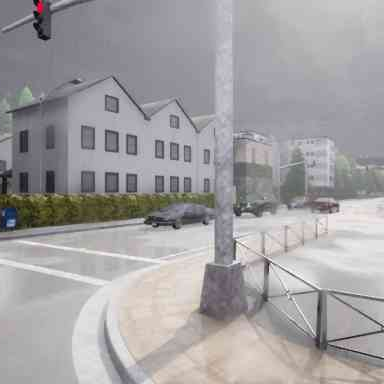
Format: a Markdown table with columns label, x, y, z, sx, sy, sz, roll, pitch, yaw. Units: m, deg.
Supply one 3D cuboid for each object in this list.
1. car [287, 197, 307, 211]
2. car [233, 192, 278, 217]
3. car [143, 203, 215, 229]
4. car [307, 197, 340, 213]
| label | x | y | z | sx | sy | sz | roll | pitch | yaw |
| --- | --- | --- | --- | --- | --- | --- | --- | --- | --- |
| car | 12.568 | 1.301 | 38.560 | 2.128 | 1.511 | 4.902 | 0 | 0 | 36 |
| car | 5.646 | 1.034 | 28.893 | 2.150 | 2.045 | 5.566 | 0 | 0 | 35 |
| car | -0.511 | 1.360 | 20.206 | 2.033 | 1.411 | 5.357 | 0 | 0 | 35 |
| car | 13.516 | 1.289 | 33.608 | 1.882 | 1.535 | 5.008 | 0 | 0 | 35 |
